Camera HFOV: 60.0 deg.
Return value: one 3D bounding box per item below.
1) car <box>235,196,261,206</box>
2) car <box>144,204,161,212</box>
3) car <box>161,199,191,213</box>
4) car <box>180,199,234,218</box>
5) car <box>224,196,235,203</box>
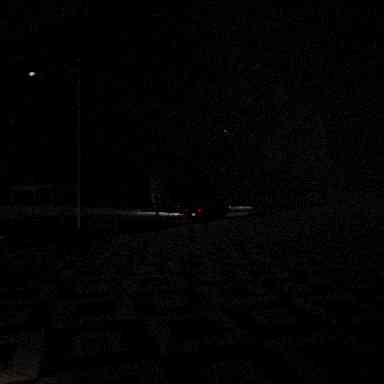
[{"bbox_3d":[8.857,1.279,50.515,1.994,1.385,4.181,-1,0,35],"label":"car"},{"bbox_3d":[-3.531,1.538,38.777,1.812,1.442,4.674,-1,0,35],"label":"car"},{"bbox_3d":[-0.904,1.499,36.861,1.812,1.442,4.674,-1,0,35],"label":"car"},{"bbox_3d":[1.391,1.513,28.683,1.895,1.301,4.718,-1,0,35],"label":"car"},{"bbox_3d":[6.203,1.289,52.391,1.812,1.442,4.674,-1,0,35],"label":"car"}]
